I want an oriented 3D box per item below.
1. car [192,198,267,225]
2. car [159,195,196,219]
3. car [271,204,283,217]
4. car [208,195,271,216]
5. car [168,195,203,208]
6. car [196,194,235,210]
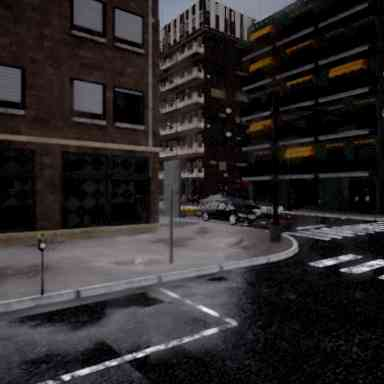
[{"bbox_3d":[2.308,1.299,21.506,2.008,1.369,4.403,1,0,-36],"label":"car"},{"bbox_3d":[-0.899,1.200,25.847,1.752,1.417,4.829,1,0,-36],"label":"car"},{"bbox_3d":[5.000,1.298,27.168,1.895,1.301,4.718,0,1,-33],"label":"car"},{"bbox_3d":[3.084,1.204,24.795,2.128,1.511,4.902,0,1,-37],"label":"car"},{"bbox_3d":[-0.857,1.053,39.892,2.008,1.369,4.403,1,0,-36],"label":"car"},{"bbox_3d":[2.453,1.019,35.414,1.967,1.590,4.097,1,0,-36],"label":"car"}]
